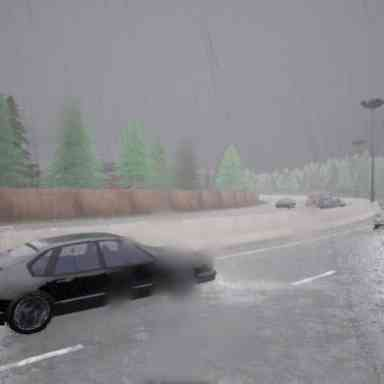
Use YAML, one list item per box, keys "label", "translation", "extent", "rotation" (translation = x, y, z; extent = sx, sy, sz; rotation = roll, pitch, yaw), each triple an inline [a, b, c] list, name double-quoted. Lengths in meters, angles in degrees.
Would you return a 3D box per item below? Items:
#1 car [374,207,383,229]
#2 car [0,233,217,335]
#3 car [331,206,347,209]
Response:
- label: "car"
  translation: [12.637, 1.535, 20.533]
  extent: [1.812, 1.442, 4.674]
  rotation: [0, 0, 42]
- label: "car"
  translation: [-2.016, 1.563, 6.773]
  extent: [5.357, 1.411, 2.033]
  rotation: [0, 0, -37]
- label: "car"
  translation: [15.737, 1.533, 36.432]
  extent: [1.837, 1.490, 4.892]
  rotation: [0, 0, 33]
